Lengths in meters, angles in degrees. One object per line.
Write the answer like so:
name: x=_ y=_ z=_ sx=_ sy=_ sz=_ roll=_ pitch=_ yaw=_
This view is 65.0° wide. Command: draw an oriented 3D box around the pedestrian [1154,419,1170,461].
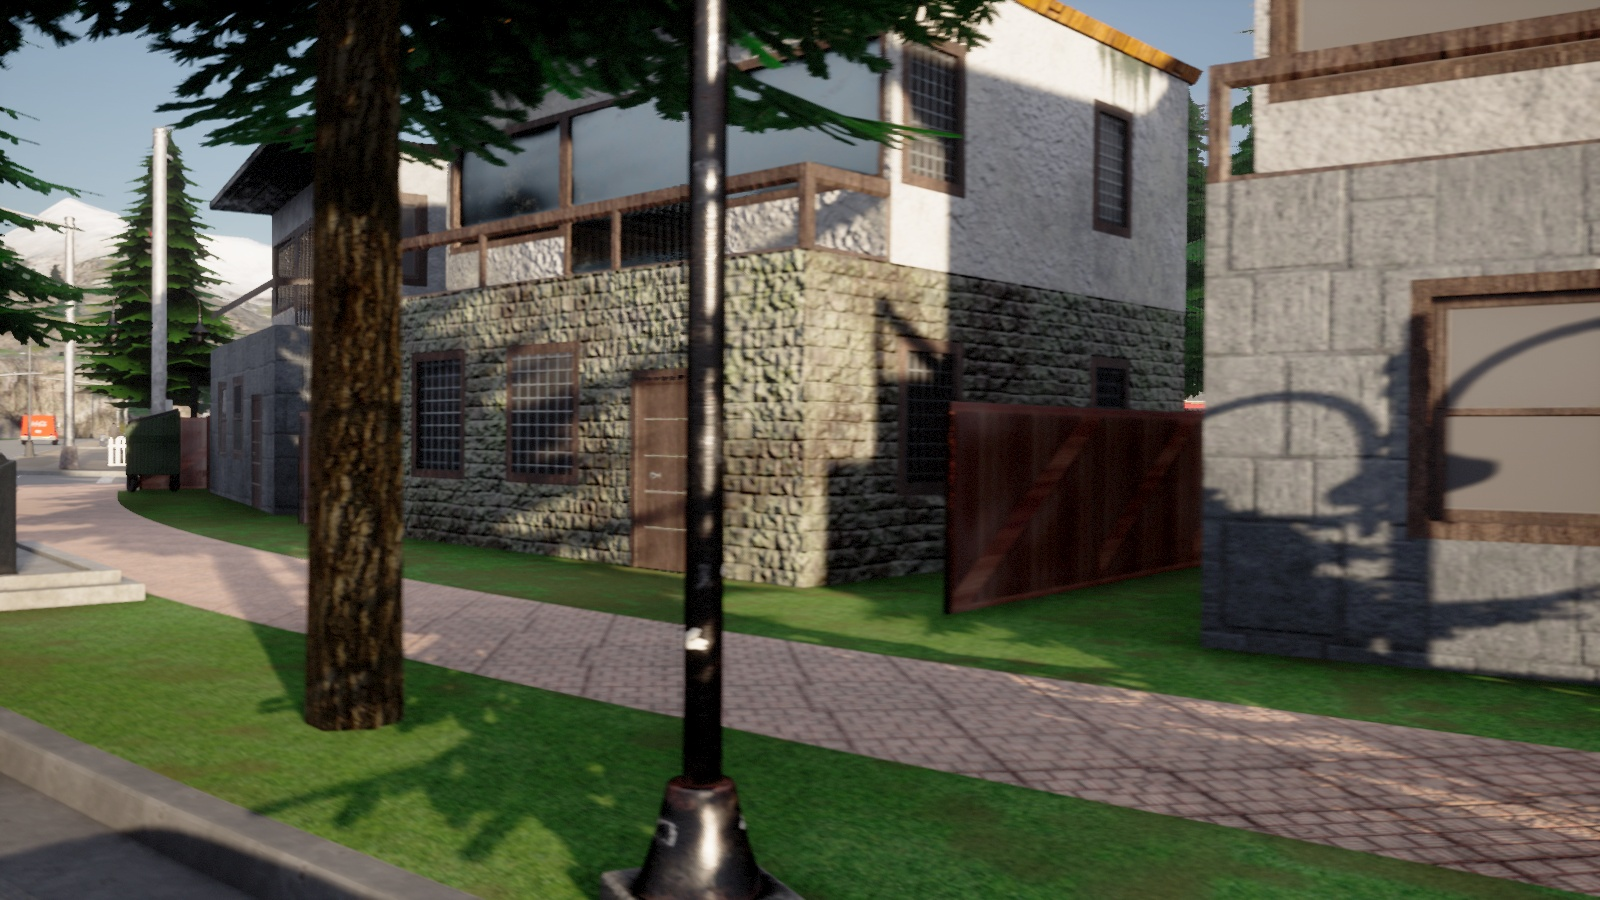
pedestrian: x=16.250 y=-0.450 z=56.300 sx=0.634 sy=1.846 sz=0.331 roll=-1 pitch=1 yaw=-29

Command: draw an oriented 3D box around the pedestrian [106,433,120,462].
pedestrian: x=-46.604 y=-0.175 z=85.163 sx=0.659 sy=1.952 sz=0.873 roll=-1 pitch=1 yaw=-37
